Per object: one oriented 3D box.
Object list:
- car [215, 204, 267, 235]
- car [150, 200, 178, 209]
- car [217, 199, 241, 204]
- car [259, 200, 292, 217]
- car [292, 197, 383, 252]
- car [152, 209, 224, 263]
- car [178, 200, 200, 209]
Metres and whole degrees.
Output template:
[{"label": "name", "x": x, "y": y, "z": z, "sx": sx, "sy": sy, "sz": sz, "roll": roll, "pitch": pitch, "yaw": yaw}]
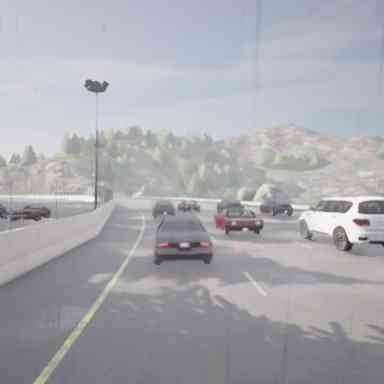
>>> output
[{"label": "car", "x": 2.455, "y": 1.592, "z": 18.845, "sx": 1.895, "sy": 1.301, "sz": 4.718, "roll": 0, "pitch": 0, "yaw": -6}, {"label": "car", "x": -2.654, "y": 1.503, "z": 30.295, "sx": 1.837, "sy": 1.490, "sz": 4.892, "roll": 0, "pitch": 0, "yaw": -9}, {"label": "car", "x": 3.795, "y": 1.489, "z": 33.932, "sx": 1.837, "sy": 1.490, "sz": 4.892, "roll": 0, "pitch": 0, "yaw": -10}, {"label": "car", "x": 7.799, "y": 1.482, "z": 31.385, "sx": 1.837, "sy": 1.490, "sz": 4.892, "roll": 0, "pitch": 0, "yaw": -9}, {"label": "car", "x": 6.446, "y": 1.206, "z": 13.978, "sx": 2.150, "sy": 2.045, "sz": 5.566, "roll": 0, "pitch": 0, "yaw": -4}, {"label": "car", "x": -0.401, "y": 1.545, "z": 11.889, "sx": 2.033, "sy": 1.411, "sz": 5.357, "roll": 0, "pitch": 0, "yaw": -4}, {"label": "car", "x": -0.459, "y": 1.593, "z": 37.549, "sx": 1.895, "sy": 1.301, "sz": 4.718, "roll": 0, "pitch": 0, "yaw": -12}]
